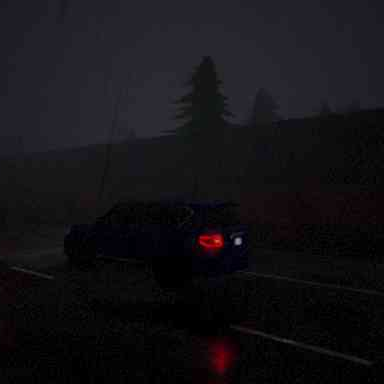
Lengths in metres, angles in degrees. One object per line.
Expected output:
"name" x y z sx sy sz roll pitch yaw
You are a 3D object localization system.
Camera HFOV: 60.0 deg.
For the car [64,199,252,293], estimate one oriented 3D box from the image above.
"car" -1.130 1.202 9.098 5.566 2.045 2.150 0 0 36
